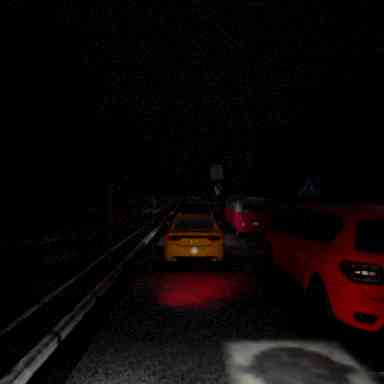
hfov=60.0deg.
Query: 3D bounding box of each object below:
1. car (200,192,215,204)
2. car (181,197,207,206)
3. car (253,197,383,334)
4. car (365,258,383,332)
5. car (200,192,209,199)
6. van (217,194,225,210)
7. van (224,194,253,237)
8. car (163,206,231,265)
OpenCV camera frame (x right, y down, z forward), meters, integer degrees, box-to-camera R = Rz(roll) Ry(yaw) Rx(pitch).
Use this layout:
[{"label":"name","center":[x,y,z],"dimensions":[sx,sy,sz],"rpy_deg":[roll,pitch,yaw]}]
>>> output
[{"label":"car","center":[2.915,0.988,67.964],"dimensions":[2.097,1.767,4.553],"rpy_deg":[0,2,0]},{"label":"car","center":[0.081,1.483,29.665],"dimensions":[1.837,1.490,4.892],"rpy_deg":[0,0,0]},{"label":"car","center":[3.049,1.231,6.884],"dimensions":[2.435,2.045,5.566],"rpy_deg":[0,0,0]},{"label":"car","center":[3.049,1.511,1.339],"dimensions":[2.163,1.488,4.792],"rpy_deg":[0,0,0]},{"label":"car","center":[2.913,0.731,75.884],"dimensions":[1.882,1.535,5.008],"rpy_deg":[0,2,0]},{"label":"van","center":[3.047,1.244,23.612],"dimensions":[1.878,1.987,4.442],"rpy_deg":[0,0,0]},{"label":"van","center":[3.047,1.251,18.065],"dimensions":[1.878,1.987,4.442],"rpy_deg":[0,0,0]},{"label":"car","center":[0.073,1.479,11.785],"dimensions":[1.882,1.535,5.008],"rpy_deg":[0,0,0]}]
